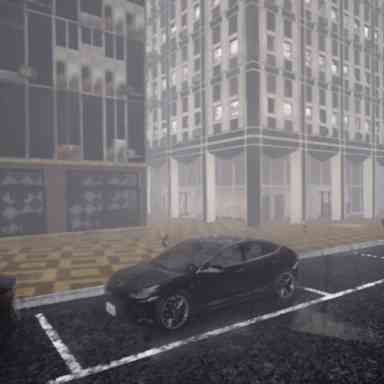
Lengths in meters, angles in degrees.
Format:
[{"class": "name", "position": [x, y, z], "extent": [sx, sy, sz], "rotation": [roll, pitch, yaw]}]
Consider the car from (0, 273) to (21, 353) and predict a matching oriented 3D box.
[{"class": "car", "position": [-4.298, 1.558, 3.678], "extent": [4.313, 1.339, 1.947], "rotation": [0, -1, -35]}]

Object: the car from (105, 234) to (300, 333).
[{"class": "car", "position": [0.422, 1.590, 6.831], "extent": [4.313, 1.339, 1.947], "rotation": [0, -1, -35]}]
